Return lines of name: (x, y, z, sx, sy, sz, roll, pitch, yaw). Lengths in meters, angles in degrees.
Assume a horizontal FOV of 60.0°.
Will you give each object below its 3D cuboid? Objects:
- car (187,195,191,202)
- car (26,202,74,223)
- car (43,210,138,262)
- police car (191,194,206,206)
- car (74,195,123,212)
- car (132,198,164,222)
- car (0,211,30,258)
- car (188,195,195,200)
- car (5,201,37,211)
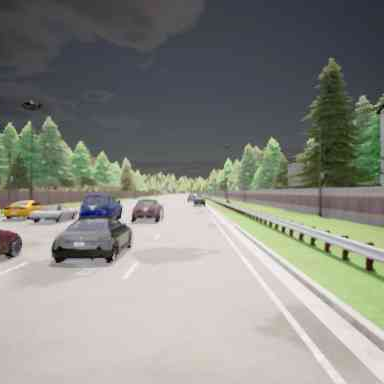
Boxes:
car: (-0.020, 1.483, 73.288, 1.994, 1.385, 4.181, 0, 0, 0)
car: (-10.448, 1.606, 25.508, 1.895, 1.301, 4.718, 0, 0, 0)
car: (-3.434, 1.566, 12.153, 1.994, 1.385, 4.181, 0, 0, 0)
police car: (1.209, 1.437, 53.749, 1.930, 1.638, 5.238, 0, 0, 0)
car: (-6.945, 1.229, 25.920, 2.150, 2.045, 5.566, 0, 0, 0)
car: (-3.443, 1.357, 26.637, 2.097, 1.767, 4.553, 0, 0, 0)
car: (-6.949, 1.528, 9.858, 1.812, 1.442, 4.674, 0, 0, 0)
car: (-0.024, 1.431, 88.265, 1.837, 1.490, 4.892, 0, 0, 0)
car: (-13.933, 1.484, 28.497, 1.882, 1.535, 5.008, 0, 0, 0)
